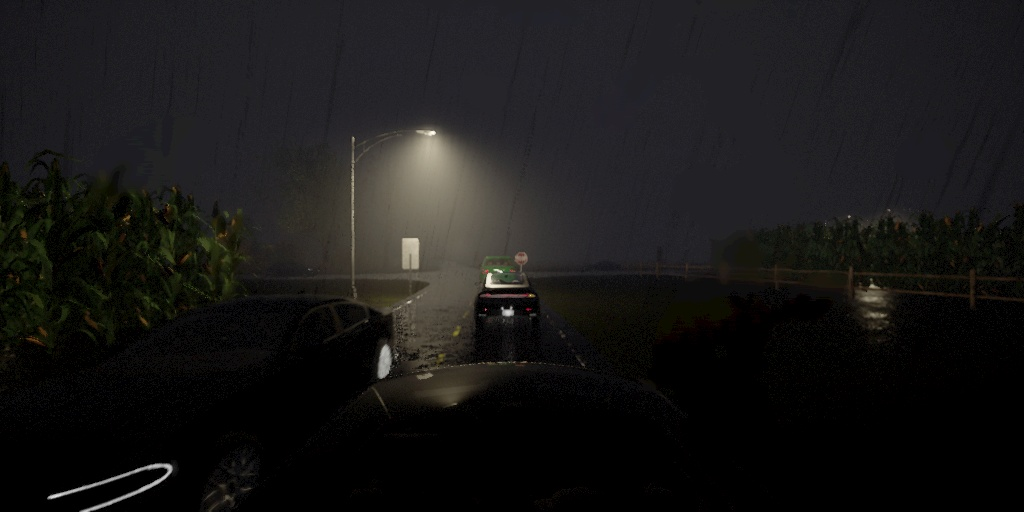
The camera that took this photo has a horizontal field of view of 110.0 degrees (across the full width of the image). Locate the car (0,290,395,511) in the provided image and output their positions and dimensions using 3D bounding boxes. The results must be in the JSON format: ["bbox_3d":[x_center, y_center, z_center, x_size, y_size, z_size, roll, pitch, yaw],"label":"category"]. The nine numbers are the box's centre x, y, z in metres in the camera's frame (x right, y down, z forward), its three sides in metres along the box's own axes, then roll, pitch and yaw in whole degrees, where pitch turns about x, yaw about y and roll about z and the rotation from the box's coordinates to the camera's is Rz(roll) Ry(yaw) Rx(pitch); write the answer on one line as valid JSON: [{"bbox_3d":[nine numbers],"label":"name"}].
[{"bbox_3d":[-2.917,1.235,4.169,1.882,1.535,5.008,0,0,0],"label":"car"}]

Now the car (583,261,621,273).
[{"bbox_3d":[11.352,1.330,45.219,4.674,1.442,1.812,0,0,-8],"label":"car"}]

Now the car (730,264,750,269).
[{"bbox_3d":[32.055,1.205,48.475,5.357,1.411,2.033,0,0,-8],"label":"car"}]

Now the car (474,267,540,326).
[{"bbox_3d":[-0.189,1.276,11.774,2.128,1.511,4.902,0,0,-2],"label":"car"}]

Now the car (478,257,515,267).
[{"bbox_3d":[-0.964,1.055,22.949,2.150,2.045,5.566,0,0,-5],"label":"car"}]

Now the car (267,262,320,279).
[{"bbox_3d":[-22.354,1.371,36.911,4.553,1.767,2.097,0,0,-5],"label":"car"}]
